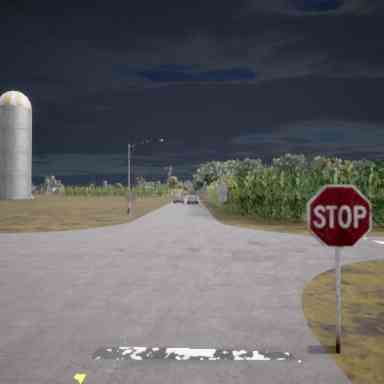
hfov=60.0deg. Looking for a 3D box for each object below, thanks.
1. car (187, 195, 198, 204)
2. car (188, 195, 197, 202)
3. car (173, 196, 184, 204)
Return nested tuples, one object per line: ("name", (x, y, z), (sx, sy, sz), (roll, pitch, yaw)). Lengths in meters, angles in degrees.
("car", (0.163, 1.540, 61.188), (1.994, 1.385, 4.181), (0, 0, 0))
("car", (0.190, 1.393, 71.225), (1.895, 1.301, 4.718), (0, 0, 0))
("car", (-2.576, 1.536, 65.367), (1.994, 1.385, 4.181), (0, 0, 0))
